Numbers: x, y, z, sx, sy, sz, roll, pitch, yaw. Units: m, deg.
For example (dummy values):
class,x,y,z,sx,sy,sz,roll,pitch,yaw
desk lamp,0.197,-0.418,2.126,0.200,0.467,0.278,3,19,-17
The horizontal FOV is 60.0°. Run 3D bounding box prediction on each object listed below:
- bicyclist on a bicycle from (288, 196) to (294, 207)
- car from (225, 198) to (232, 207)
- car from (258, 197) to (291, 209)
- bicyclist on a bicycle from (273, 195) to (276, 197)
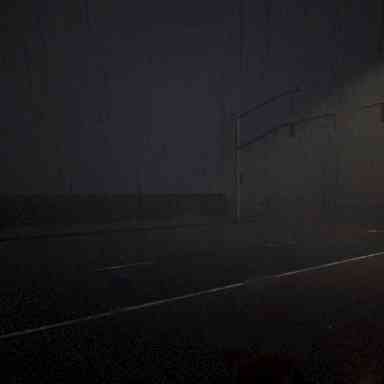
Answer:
class,x,y,z,sx,sy,sz,roll,pitch,yaw
bicyclist on a bicycle,14.516,1.453,49.552,1.656,1.620,0.582,0,0,-23
car,3.820,1.477,49.269,1.882,1.535,5.008,0,0,-35
car,11.029,1.505,44.957,1.837,1.490,4.892,0,0,-34
bicyclist on a bicycle,13.517,1.300,54.460,0.582,1.620,1.656,0,0,21
